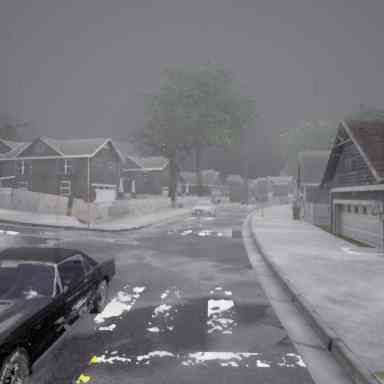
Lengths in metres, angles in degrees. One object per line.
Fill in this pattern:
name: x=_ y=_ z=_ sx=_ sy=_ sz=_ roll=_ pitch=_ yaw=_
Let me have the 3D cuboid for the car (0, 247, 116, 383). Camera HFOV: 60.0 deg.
car: x=-2.633 y=1.607 z=4.937 sx=1.895 sy=1.301 sz=4.718 roll=0 pitch=0 yaw=2

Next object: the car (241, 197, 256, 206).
car: x=9.675 y=1.554 z=56.843 sx=1.837 sy=1.490 sz=4.892 roll=-1 pitch=0 yaw=24

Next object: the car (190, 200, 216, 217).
car: x=1.134 y=1.514 z=31.507 sx=1.812 sy=1.442 sz=4.674 roll=0 pitch=0 yaw=13
